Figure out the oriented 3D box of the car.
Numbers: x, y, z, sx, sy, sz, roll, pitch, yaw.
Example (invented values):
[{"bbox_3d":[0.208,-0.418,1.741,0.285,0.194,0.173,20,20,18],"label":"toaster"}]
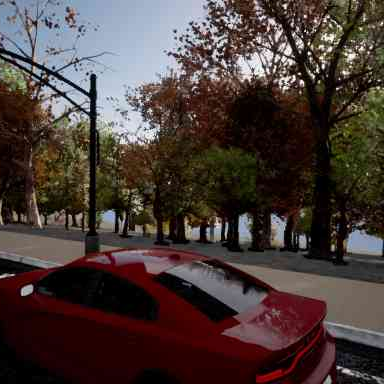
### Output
[{"bbox_3d":[-0.866,1.477,4.293,5.008,1.535,1.882,0,0,35],"label":"car"}]
